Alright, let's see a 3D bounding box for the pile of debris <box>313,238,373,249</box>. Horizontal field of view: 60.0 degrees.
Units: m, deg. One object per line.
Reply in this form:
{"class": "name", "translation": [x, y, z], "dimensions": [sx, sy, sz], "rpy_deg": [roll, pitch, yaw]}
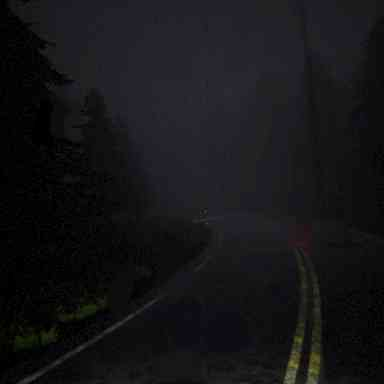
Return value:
{"class": "pile of debris", "translation": [5.726, 1.968, 12.802], "dimensions": [1.860, 0.140, 1.500], "rpy_deg": [-4, -1, 14]}

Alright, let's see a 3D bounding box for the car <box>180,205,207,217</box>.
{"class": "car", "translation": [0.089, 2.283, 37.427], "dimensions": [1.837, 1.490, 4.892], "rpy_deg": [-6, -1, -20]}

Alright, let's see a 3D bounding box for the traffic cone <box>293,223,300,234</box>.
{"class": "traffic cone", "translation": [4.872, 1.850, 15.047], "dimensions": [0.340, 0.580, 0.340], "rpy_deg": [-4, -1, 14]}

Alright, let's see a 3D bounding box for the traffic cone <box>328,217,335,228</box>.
{"class": "traffic cone", "translation": [7.723, 1.676, 18.474], "dimensions": [0.340, 0.580, 0.340], "rpy_deg": [-5, -1, 14]}

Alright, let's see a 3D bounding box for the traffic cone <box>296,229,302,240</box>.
{"class": "traffic cone", "translation": [4.405, 1.859, 13.102], "dimensions": [0.340, 0.580, 0.340], "rpy_deg": [-4, -1, 14]}
